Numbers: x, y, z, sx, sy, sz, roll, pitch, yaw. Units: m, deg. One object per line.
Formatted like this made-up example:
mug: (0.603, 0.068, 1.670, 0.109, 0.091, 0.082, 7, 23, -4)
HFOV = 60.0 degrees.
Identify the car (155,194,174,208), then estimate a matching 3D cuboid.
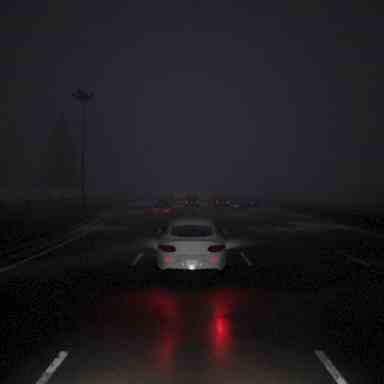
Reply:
car: (-3.527, 1.199, 40.953, 1.812, 1.442, 4.674, 0, 0, 0)

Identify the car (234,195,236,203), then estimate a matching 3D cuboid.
car: (6.966, 1.119, 50.963, 1.812, 1.442, 4.674, 0, 0, 0)

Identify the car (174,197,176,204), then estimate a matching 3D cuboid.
car: (-3.534, 1.085, 50.955, 2.128, 1.511, 4.902, 0, 0, 0)

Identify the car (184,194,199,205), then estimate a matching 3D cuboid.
car: (-0.034, 1.085, 50.958, 2.128, 1.511, 4.902, 0, 0, 0)

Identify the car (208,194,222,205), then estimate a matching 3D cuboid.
car: (3.466, 1.071, 50.960, 1.882, 1.535, 5.008, 0, 0, 0)

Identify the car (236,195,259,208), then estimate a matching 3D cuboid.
car: (6.973, 1.237, 40.961, 1.994, 1.385, 4.181, 0, 0, 0)

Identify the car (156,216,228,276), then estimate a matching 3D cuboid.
car: (-0.005, 1.445, 9.931, 1.812, 1.442, 4.674, 0, 0, 0)

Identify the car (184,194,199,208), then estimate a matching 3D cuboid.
car: (-0.027, 1.224, 40.539, 2.033, 1.411, 5.357, 0, 0, 0)

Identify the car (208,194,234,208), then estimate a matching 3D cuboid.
car: (3.473, 1.224, 40.541, 2.033, 1.411, 5.357, 0, 0, 0)
